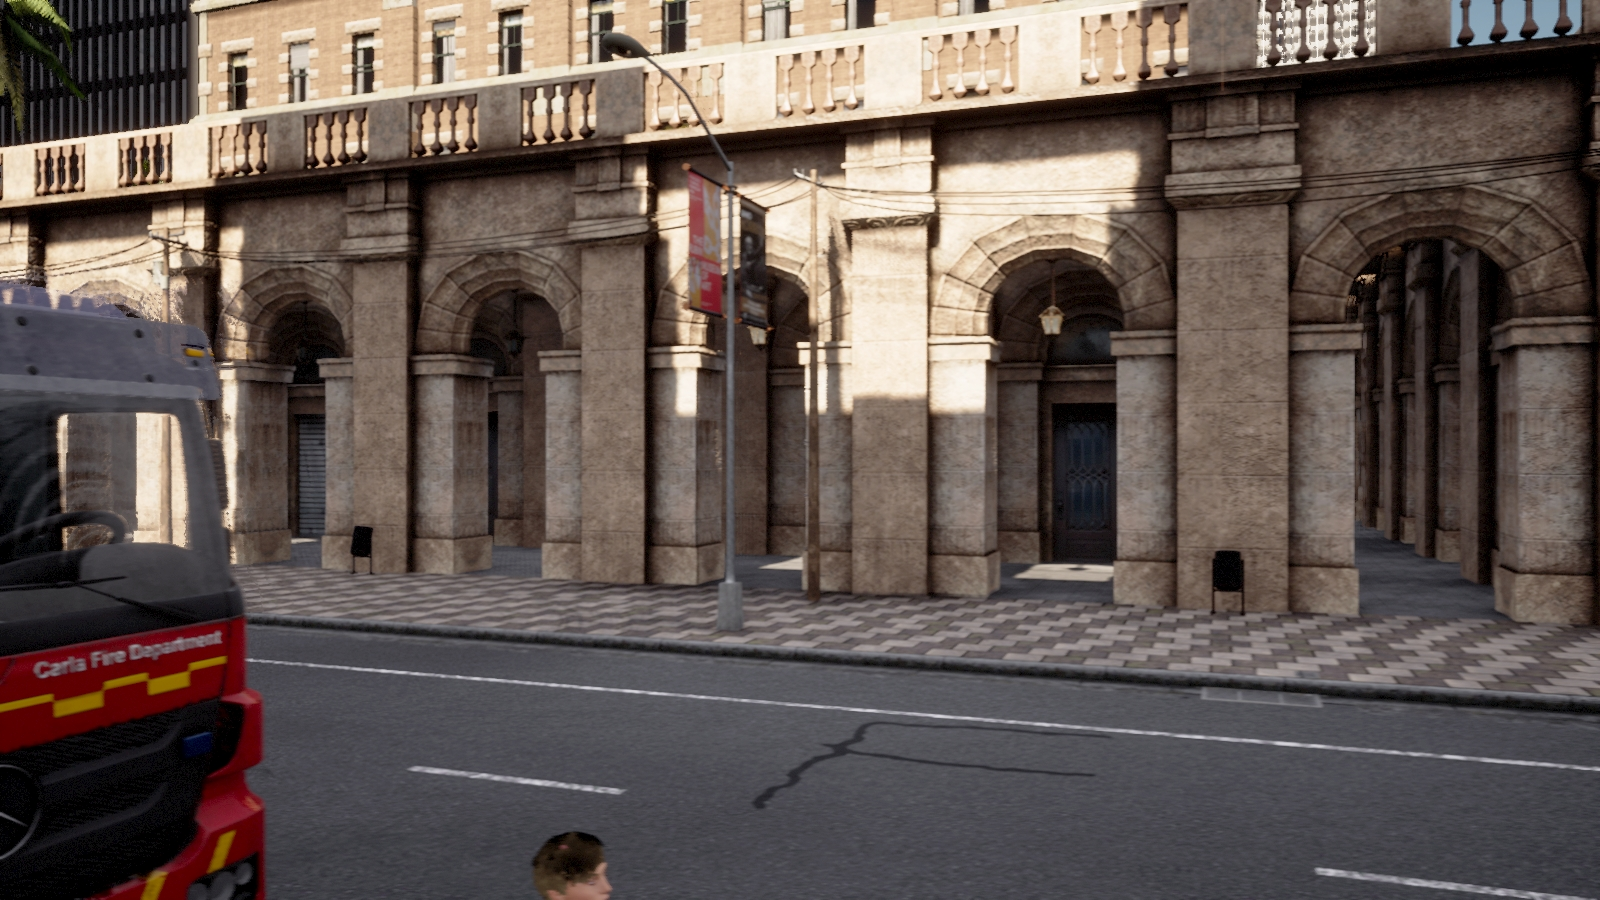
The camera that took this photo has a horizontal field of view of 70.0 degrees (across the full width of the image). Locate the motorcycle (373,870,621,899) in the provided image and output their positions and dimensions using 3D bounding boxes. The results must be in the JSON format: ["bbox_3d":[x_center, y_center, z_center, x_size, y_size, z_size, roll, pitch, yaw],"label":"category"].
[{"bbox_3d":[-0.375,2.170,3.396,2.356,1.277,0.764,0,0,20],"label":"motorcycle"}]

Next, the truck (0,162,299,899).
[{"bbox_3d":[-6.831,0.890,5.469,8.468,3.827,2.891,0,0,20],"label":"truck"}]
